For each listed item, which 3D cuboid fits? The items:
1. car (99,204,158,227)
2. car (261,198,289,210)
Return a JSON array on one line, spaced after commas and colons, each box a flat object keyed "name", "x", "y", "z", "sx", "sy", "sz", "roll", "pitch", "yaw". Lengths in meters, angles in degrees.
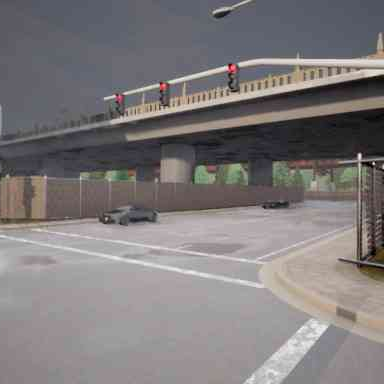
[{"name": "car", "x": -4.339, "y": 1.558, "z": 23.103, "sx": 1.994, "sy": 1.385, "sz": 4.181, "roll": 0, "pitch": 0, "yaw": 37}, {"name": "car", "x": 10.922, "y": 1.549, "z": 43.274, "sx": 2.033, "sy": 1.411, "sz": 5.357, "roll": 0, "pitch": 0, "yaw": 37}]
